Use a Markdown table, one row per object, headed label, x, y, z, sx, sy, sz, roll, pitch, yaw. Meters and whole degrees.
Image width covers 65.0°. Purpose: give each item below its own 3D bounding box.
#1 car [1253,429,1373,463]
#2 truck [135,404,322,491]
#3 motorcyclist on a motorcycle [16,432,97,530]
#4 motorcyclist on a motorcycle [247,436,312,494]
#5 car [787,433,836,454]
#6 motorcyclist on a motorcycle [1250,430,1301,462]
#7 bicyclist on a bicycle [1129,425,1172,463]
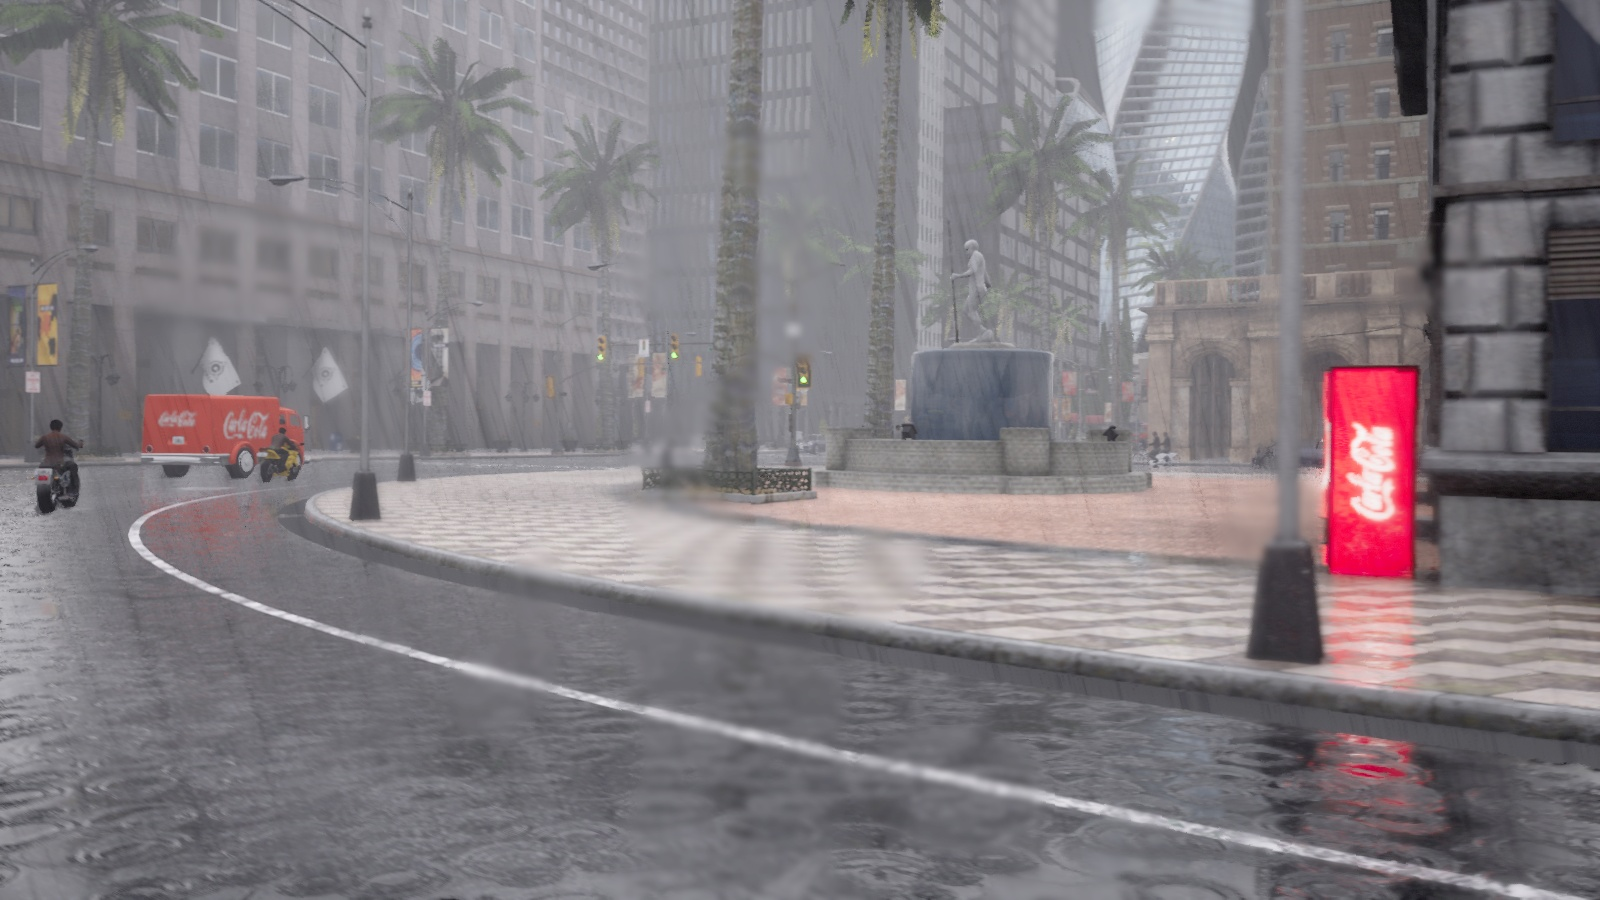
| label | x | y | z | sx | sy | sz | roll | pitch | yaw |
| --- | --- | --- | --- | --- | --- | --- | --- | --- | --- |
| car | 22.837 | -0.178 | 55.903 | 4.792 | 1.488 | 2.163 | 0 | 1 | 27 |
| truck | -17.264 | -0.099 | 38.309 | 2.627 | 2.467 | 5.204 | -1 | 1 | 11 |
| motorcyclist on a motorcycle | -13.127 | 0.509 | 22.249 | 0.766 | 1.649 | 2.350 | 0 | 0 | -19 |
| motorcyclist on a motorcycle | -14.343 | 0.392 | 34.668 | 0.797 | 1.523 | 2.044 | 0 | 1 | 5 |
| car | 0.858 | -0.482 | 91.550 | 1.970 | 1.475 | 3.806 | 0 | 1 | 28 |
| motorcyclist on a motorcycle | 22.681 | -0.192 | 59.914 | 2.191 | 1.530 | 0.866 | 0 | 1 | 27 |
| bicyclist on a bicycle | 16.484 | -0.294 | 59.118 | 1.843 | 1.776 | 0.659 | 0 | 1 | 27 |
